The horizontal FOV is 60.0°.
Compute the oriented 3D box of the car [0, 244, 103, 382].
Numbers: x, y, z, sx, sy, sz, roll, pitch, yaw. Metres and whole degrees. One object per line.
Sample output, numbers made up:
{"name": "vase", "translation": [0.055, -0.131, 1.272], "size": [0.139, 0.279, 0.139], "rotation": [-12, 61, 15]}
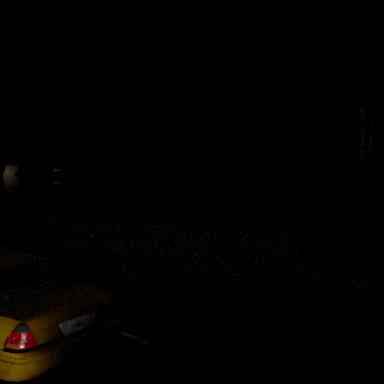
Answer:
{"name": "car", "translation": [-3.217, 1.516, 5.272], "size": [4.829, 1.417, 1.752], "rotation": [0, 0, 36]}

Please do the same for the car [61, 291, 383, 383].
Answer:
{"name": "car", "translation": [1.419, 1.545, 1.965], "size": [4.507, 1.381, 1.887], "rotation": [0, 0, 36]}
